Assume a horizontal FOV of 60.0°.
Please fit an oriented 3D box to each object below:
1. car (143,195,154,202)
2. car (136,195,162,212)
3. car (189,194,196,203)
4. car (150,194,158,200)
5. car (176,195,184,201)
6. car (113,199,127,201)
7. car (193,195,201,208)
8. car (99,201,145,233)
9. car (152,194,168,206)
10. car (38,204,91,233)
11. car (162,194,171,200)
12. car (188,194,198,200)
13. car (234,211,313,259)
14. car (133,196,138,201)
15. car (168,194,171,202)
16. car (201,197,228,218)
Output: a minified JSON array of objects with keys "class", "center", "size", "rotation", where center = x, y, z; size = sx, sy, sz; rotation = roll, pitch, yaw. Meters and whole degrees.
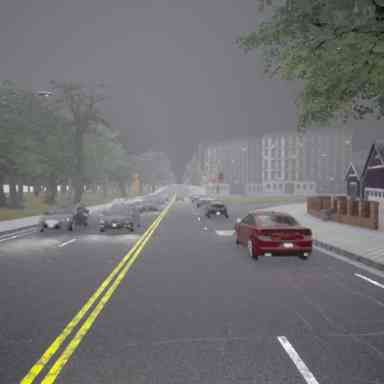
[{"class":"car","center":[-9.114,1.331,69.666],"size":[1.837,1.490,4.892],"rotation":[0,0,-2]},{"class":"car","center":[-4.782,1.463,37.403],"size":[1.837,1.490,4.892],"rotation":[0,0,-2]},{"class":"car","center":[0.833,1.399,64.452],"size":[1.812,1.442,4.674],"rotation":[0,0,-2]},{"class":"car","center":[-9.666,1.264,84.783],"size":[1.895,1.301,4.718],"rotation":[0,1,-2]},{"class":"car","center":[-2.804,1.323,75.090],"size":[2.033,1.411,5.357],"rotation":[0,1,-2]},{"class":"car","center":[-8.013,1.485,36.832],"size":[1.812,1.442,4.674],"rotation":[0,0,-2]},{"class":"car","center":[1.558,1.468,47.326],"size":[1.812,1.442,4.674],"rotation":[0,0,-2]},{"class":"car","center":[-4.137,1.486,19.763],"size":[1.837,1.490,4.892],"rotation":[0,0,-2]},{"class":"car","center":[-5.394,1.430,54.419],"size":[1.837,1.490,4.892],"rotation":[0,0,-2]},{"class":"car","center":[-7.387,1.473,19.700],"size":[2.128,1.511,4.902],"rotation":[0,0,-2]},{"class":"car","center":[-6.425,1.192,85.088],"size":[2.128,1.511,4.902],"rotation":[0,1,-2]},{"class":"car","center":[0.186,1.230,82.156],"size":[2.128,1.511,4.902],"rotation":[0,1,-2]},{"class":"car","center":[2.831,1.467,12.546],"size":[1.882,1.535,5.008],"rotation":[0,0,-2]},{"class":"car","center":[-8.652,1.450,54.524],"size":[1.812,1.442,4.674],"rotation":[0,0,-2]},{"class":"car","center":[-5.866,1.309,69.790],"size":[1.882,1.535,5.008],"rotation":[0,0,-2]},{"class":"car","center":[2.096,1.483,30.099],"size":[1.837,1.490,4.892],"rotation":[0,0,-2]}]
